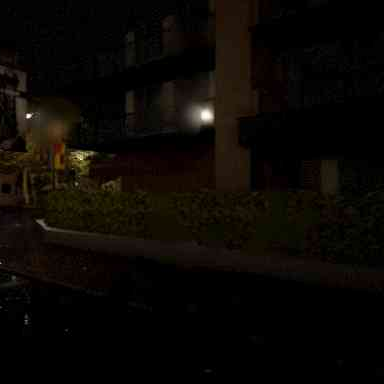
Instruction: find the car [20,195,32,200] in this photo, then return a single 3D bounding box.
[{"bbox_3d":[-35.081,1.313,66.998,4.892,1.521,2.231,0,0,35],"label":"car"}]
